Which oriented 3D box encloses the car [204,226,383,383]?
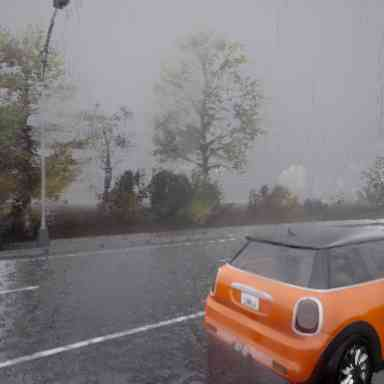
[{"bbox_3d":[2.486,1.336,5.183,4.553,1.767,2.097,0,0,-33],"label":"car"}]
